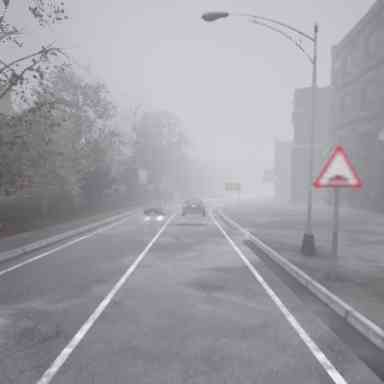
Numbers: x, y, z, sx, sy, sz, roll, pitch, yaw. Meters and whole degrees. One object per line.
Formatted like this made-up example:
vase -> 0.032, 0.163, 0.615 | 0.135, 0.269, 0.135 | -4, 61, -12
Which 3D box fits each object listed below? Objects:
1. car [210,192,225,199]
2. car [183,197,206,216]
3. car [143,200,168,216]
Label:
car -> 5.534, 0.656, 72.187 | 2.033, 1.411, 5.357 | 3, 3, 24
car -> 0.230, 1.297, 31.928 | 2.097, 1.767, 4.553 | 0, 0, 1
car -> -3.446, 1.482, 32.418 | 2.033, 1.411, 5.357 | 0, 0, 2
